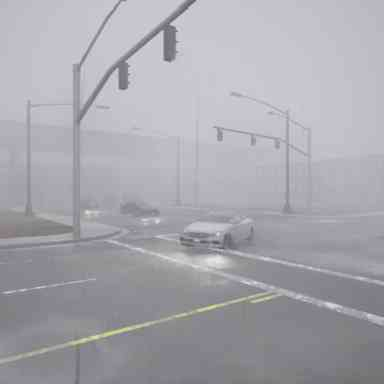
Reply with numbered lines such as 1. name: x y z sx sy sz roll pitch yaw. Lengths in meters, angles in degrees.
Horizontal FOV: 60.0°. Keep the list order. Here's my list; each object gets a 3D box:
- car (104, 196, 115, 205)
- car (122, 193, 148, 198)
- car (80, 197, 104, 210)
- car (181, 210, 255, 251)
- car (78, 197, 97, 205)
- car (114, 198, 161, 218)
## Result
1. car: -14.992 1.525 59.810 1.812 1.442 4.674 0 0 3
2. car: -12.303 1.222 69.377 2.150 2.045 5.566 0 0 29
3. car: -13.521 1.489 42.832 2.128 1.511 4.902 0 0 -35
4. car: 1.335 1.524 14.421 1.812 1.442 4.674 1 1 29
5. car: -18.782 1.610 59.916 1.994 1.385 4.181 0 0 4
6. car: -4.964 1.547 31.065 2.033 1.411 5.357 0 0 -36
